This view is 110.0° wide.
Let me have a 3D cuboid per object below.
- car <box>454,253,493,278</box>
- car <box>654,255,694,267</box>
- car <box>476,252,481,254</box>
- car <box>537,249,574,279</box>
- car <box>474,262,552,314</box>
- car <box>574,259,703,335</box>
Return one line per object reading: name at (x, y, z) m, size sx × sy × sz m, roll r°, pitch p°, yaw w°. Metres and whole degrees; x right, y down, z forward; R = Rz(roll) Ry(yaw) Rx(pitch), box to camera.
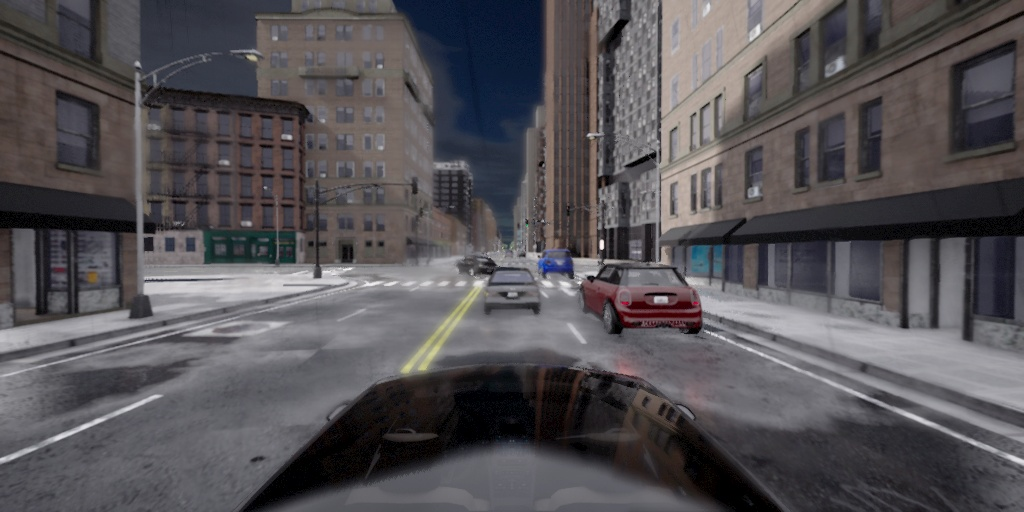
car at (-2.828, 0.793, 27.505) m, size 1.837 × 1.490 × 4.892 m, roll 1°, pitch 0°, yaw -31°
car at (22.428, 0.694, 49.784) m, size 5.008 × 1.535 × 1.882 m, roll 0°, pitch 1°, yaw -16°
car at (-7.064, 0.165, 62.672) m, size 1.837 × 1.490 × 4.892 m, roll 0°, pitch 1°, yaw 0°
car at (3.136, 0.535, 26.226) m, size 2.150 × 2.045 × 5.566 m, roll 0°, pitch 1°, yaw 0°
car at (0.001, 1.100, 12.716) m, size 2.033 × 1.411 × 5.357 m, roll 0°, pitch 1°, yaw -1°
car at (3.280, 0.953, 10.067) m, size 2.097 × 1.767 × 4.553 m, roll 0°, pitch 1°, yaw -1°
